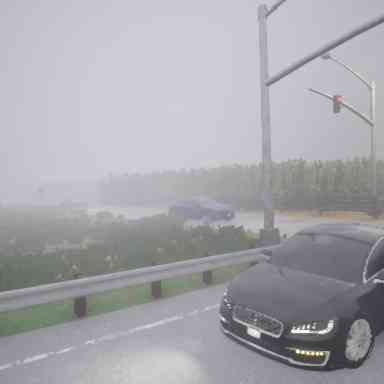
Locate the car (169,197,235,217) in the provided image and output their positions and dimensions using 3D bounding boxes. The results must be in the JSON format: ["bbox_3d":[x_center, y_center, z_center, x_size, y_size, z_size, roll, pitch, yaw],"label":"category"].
[{"bbox_3d":[0.508,1.057,20.909,1.882,1.535,5.008,-3,2,-41],"label":"car"}]

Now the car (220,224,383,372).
[{"bbox_3d":[2.534,1.401,5.771,4.892,1.490,1.837,-3,4,-43],"label":"car"}]

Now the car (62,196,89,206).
[{"bbox_3d":[-13.073,1.183,36.882,1.812,1.442,4.674,-3,2,-40],"label":"car"}]
